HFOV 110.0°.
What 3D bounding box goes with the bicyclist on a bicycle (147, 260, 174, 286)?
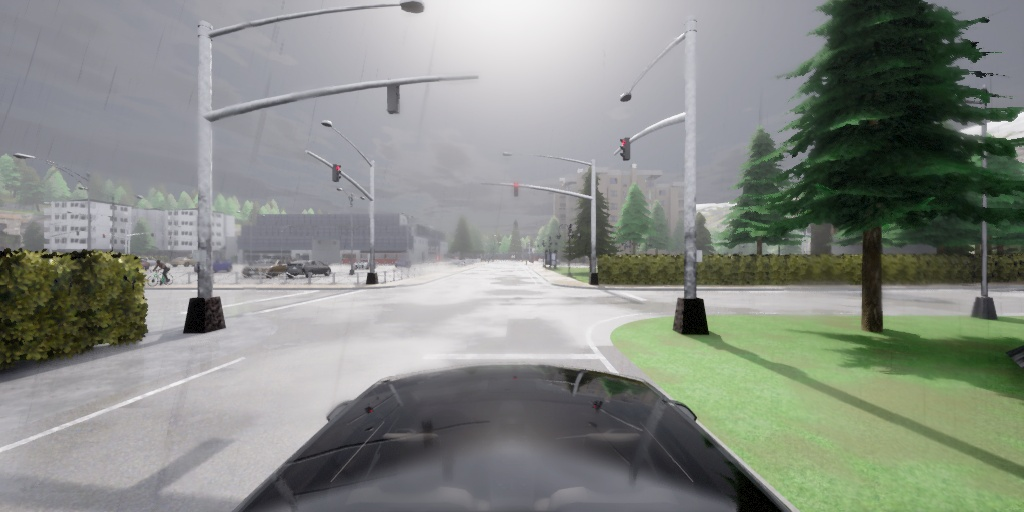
[{"bbox_3d":[-21.761,1.051,22.213,0.582,1.620,1.656,0,0,1],"label":"bicyclist on a bicycle"}]
